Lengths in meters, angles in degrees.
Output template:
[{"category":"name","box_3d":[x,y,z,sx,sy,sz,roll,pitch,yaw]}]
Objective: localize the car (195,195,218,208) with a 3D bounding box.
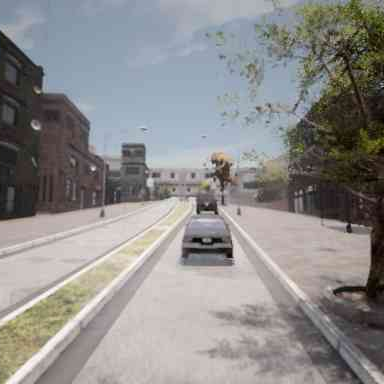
[{"category":"car","box_3d":[1.540,1.327,34.665,2.150,2.045,5.566,0,0,2]}]

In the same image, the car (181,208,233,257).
[{"category":"car","box_3d":[0.590,1.591,13.088,2.033,1.411,5.357,0,0,3]}]
